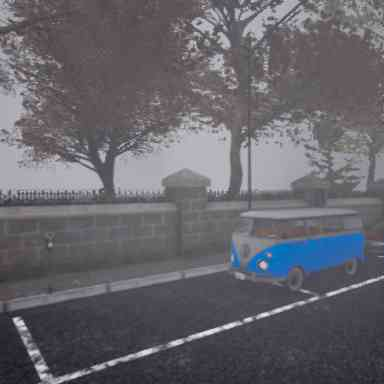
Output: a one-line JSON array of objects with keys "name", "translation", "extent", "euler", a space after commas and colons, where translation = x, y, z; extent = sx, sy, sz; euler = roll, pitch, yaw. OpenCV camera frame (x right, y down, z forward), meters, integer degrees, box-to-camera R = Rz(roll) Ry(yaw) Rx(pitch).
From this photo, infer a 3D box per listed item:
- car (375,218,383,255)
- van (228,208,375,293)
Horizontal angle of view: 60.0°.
[{"name": "car", "translation": [7.349, 1.547, 11.825], "extent": [4.206, 1.307, 1.802], "euler": [0, 0, -36]}, {"name": "van", "translation": [2.770, 1.321, 8.547], "extent": [3.998, 1.788, 1.690], "euler": [0, 0, -36]}]
